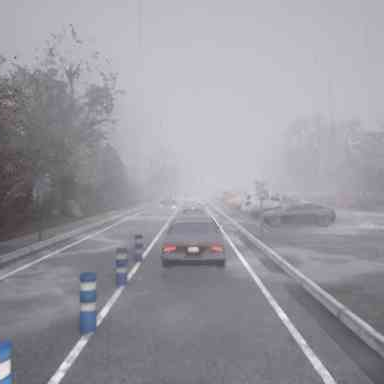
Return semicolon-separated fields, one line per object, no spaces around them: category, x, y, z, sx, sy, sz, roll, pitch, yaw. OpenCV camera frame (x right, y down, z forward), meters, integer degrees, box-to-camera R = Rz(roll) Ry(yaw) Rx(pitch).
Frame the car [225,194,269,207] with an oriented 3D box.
car;7.180;1.076;43.785;5.366;1.575;1.946;0;1;0

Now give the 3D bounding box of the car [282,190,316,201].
car;20.211;0.677;63.006;5.566;2.045;2.435;0;0;0

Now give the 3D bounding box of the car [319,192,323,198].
car;20.126;1.072;46.390;4.792;1.488;2.163;0;0;1

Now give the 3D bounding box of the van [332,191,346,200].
van;20.167;0.881;40.976;4.442;1.987;1.878;0;1;0

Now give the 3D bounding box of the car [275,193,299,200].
car;20.314;0.915;71.443;4.674;1.452;2.002;0;0;0

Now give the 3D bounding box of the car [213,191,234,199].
car;7.248;0.721;77.090;4.553;1.767;2.185;0;0;0

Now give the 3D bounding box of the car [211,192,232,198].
car;7.321;0.811;82.643;5.008;1.535;2.097;0;0;0

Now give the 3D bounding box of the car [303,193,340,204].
car;20.149;0.998;51.928;5.008;1.535;2.097;0;0;1

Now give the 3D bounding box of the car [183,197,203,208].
car;0.108;1.228;32.435;1.812;1.442;4.674;0;1;0

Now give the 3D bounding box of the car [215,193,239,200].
car;7.214;0.900;68.762;4.892;1.521;2.231;0;0;0

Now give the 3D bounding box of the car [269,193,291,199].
car;20.355;0.880;76.858;4.674;1.452;2.002;0;0;0

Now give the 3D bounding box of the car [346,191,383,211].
car;20.031;0.938;35.314;5.566;2.045;2.435;0;1;0

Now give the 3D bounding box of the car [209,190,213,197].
car;7.070;0.861;74.316;5.366;1.575;1.946;0;0;0

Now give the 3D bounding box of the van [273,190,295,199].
van;20.451;0.631;74.211;4.442;1.987;1.878;0;0;0

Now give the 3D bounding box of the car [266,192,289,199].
car;20.376;0.822;79.628;5.008;1.535;2.097;0;0;1

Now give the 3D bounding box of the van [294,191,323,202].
van;20.075;0.738;57.467;4.442;1.987;1.878;0;0;1

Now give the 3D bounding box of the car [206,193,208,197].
car;7.426;0.507;90.969;5.566;2.045;2.435;0;0;0

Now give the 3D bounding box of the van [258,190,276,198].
van;20.361;0.526;90.841;4.442;1.987;1.878;0;0;0

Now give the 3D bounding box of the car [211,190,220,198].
car;6.999;0.914;65.988;5.366;1.575;1.946;0;0;0

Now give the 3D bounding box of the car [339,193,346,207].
car;19.997;1.177;38.087;4.792;1.488;2.163;0;1;0

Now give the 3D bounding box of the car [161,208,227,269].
car;0.059;1.471;10.898;2.033;1.411;5.357;0;1;0

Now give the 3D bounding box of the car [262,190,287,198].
car;20.378;0.553;82.522;5.566;2.045;2.435;0;0;0

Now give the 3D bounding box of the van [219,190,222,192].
van;7.206;0.762;54.880;4.442;1.987;1.878;0;0;0

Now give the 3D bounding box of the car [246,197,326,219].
car;6.833;1.363;24.358;5.008;1.535;2.097;0;1;0

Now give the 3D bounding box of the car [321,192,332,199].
car;20.103;1.101;43.751;4.792;1.488;2.163;0;1;1

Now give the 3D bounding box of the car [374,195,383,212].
car;19.769;1.270;29.781;5.366;1.575;1.946;0;1;1

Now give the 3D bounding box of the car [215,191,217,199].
car;7.108;0.982;60.435;4.792;1.488;2.163;0;0;0

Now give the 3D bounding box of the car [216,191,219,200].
car;7.084;0.999;57.659;4.792;1.488;2.163;0;0;0

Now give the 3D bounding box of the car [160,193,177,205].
car;-3.275;0.925;46.586;2.097;1.767;4.553;0;0;0

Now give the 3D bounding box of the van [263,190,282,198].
van;20.546;0.561;85.291;4.442;1.987;1.878;0;0;0

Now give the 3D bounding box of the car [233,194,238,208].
car;6.906;1.239;32.686;4.892;1.521;2.231;0;1;0

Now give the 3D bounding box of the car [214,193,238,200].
car;7.226;0.883;71.538;4.892;1.521;2.231;0;0;0

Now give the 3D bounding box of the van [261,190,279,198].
van;20.569;0.544;87.936;4.442;1.987;1.878;0;0;1

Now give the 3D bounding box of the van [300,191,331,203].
van;20.284;0.755;54.695;4.442;1.987;1.878;0;0;1

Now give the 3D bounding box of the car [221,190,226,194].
car;7.073;0.900;49.331;4.553;1.767;2.185;0;0;0

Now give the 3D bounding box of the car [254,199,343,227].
car;6.775;1.435;21.583;4.792;1.488;2.163;0;1;0

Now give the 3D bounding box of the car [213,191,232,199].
car;7.272;0.703;79.866;4.553;1.767;2.185;0;0;0

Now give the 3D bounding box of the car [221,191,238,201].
car;7.012;1.050;46.553;4.892;1.521;2.231;0;1;0

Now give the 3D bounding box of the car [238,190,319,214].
car;6.880;1.070;27.130;5.566;2.045;2.435;0;1;0

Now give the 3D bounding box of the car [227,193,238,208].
car;6.738;1.193;35.463;5.366;1.575;1.946;0;1;0

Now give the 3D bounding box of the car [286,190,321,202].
car;20.187;0.695;60.236;5.566;2.045;2.435;0;0;0

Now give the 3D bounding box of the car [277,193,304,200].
car;20.281;0.893;68.548;5.008;1.535;2.097;0;0;1

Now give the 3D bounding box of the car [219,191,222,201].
car;7.095;1.035;52.106;4.792;1.488;2.163;0;0;0

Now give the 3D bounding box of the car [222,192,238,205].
car;6.786;1.110;41.135;5.366;1.575;1.946;0;1;0

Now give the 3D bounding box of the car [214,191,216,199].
car;7.131;0.964;63.211;4.792;1.488;2.163;0;0;0
